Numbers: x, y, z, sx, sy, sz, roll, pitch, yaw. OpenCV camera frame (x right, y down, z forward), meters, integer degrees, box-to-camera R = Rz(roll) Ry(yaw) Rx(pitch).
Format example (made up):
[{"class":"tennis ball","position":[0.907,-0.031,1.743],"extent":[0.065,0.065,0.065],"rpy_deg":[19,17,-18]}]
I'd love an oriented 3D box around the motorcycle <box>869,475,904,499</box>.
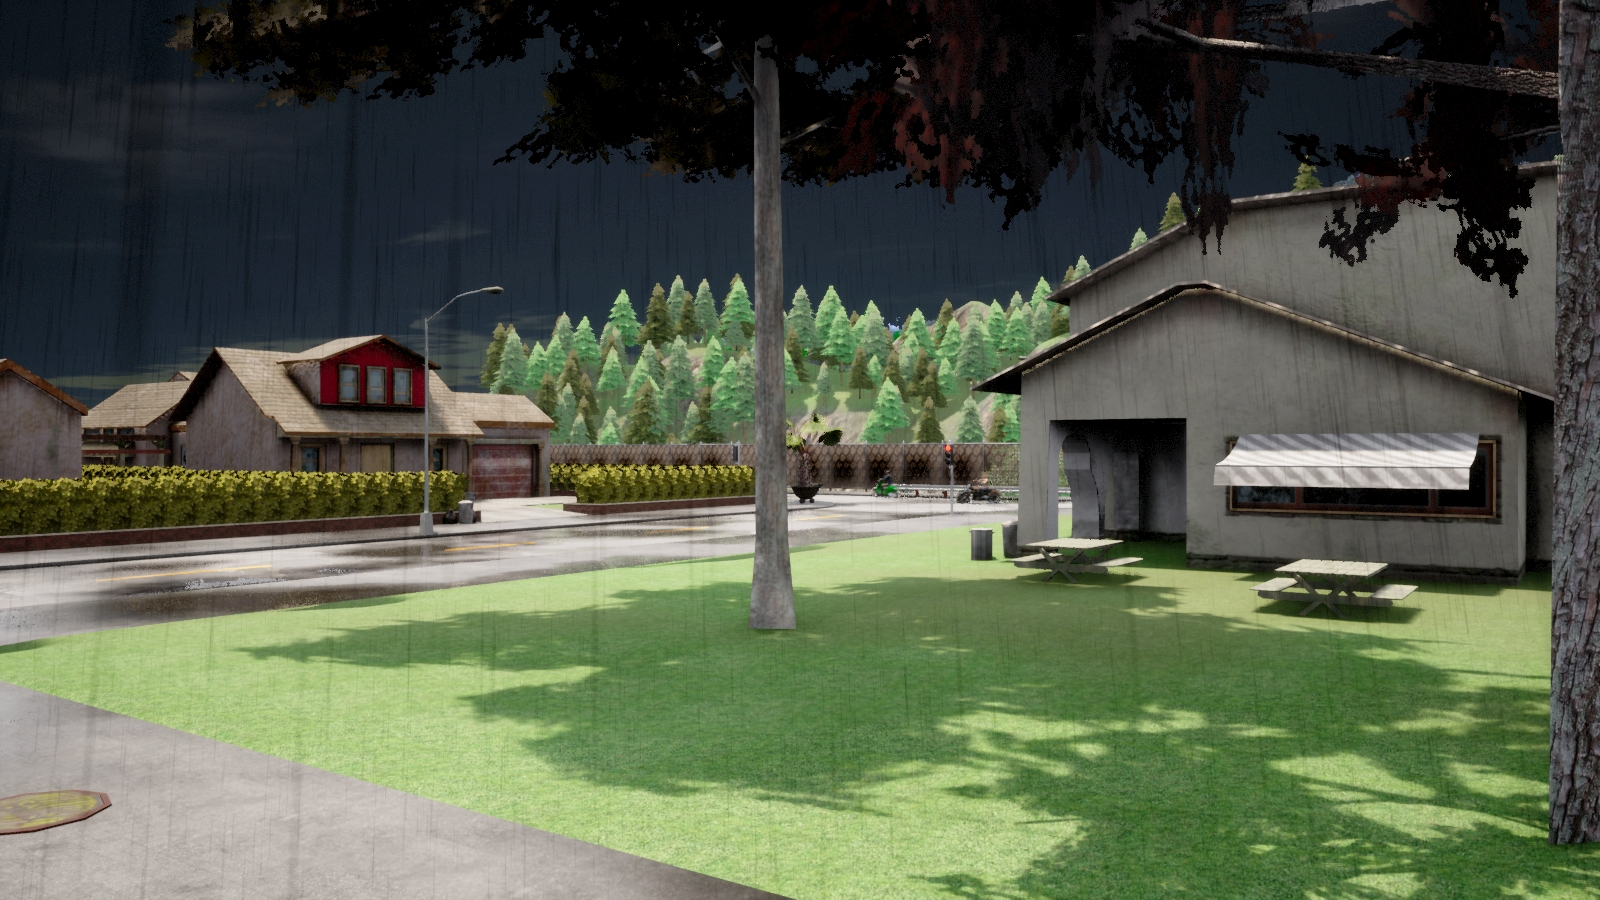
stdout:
[{"class":"motorcycle","position":[5.014,2.142,66.134],"extent":[1.805,1.316,0.856],"rpy_deg":[0,0,35]}]

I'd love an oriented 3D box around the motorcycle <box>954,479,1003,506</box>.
[{"class":"motorcycle","position":[9.168,2.155,58.750],"extent":[2.356,1.307,0.764],"rpy_deg":[0,3,-10]}]
